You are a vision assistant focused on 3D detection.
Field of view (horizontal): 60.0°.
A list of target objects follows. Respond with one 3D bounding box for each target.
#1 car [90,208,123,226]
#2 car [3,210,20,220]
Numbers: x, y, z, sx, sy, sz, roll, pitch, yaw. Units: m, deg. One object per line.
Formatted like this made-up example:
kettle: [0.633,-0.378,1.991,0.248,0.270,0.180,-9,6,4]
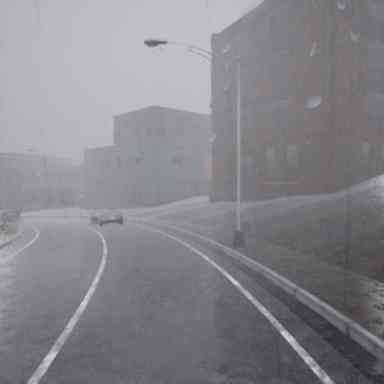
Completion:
car: [-7.245,2.045,27.898,1.994,1.385,4.181,-2,-1,-29]
car: [-28.158,3.459,50.705,4.902,1.511,2.128,-4,0,34]
